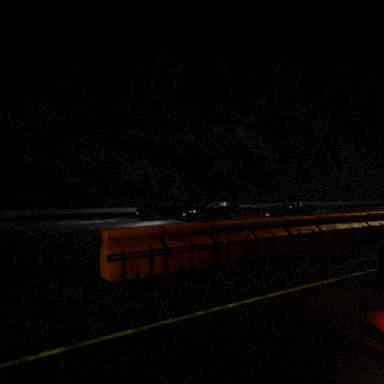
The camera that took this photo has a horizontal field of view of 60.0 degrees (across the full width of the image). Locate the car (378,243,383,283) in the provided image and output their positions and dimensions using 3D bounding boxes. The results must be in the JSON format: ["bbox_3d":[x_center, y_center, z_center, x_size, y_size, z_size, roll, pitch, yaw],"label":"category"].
[{"bbox_3d":[6.581,1.314,7.987,4.553,1.767,2.097,0,0,-32],"label":"car"}]

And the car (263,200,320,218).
[{"bbox_3d":[7.547,1.393,25.223,4.902,1.511,2.128,0,0,-30],"label":"car"}]

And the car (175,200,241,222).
[{"bbox_3d":[1.535,1.402,25.689,4.902,1.511,2.128,0,0,-31],"label":"car"}]

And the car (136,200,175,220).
[{"bbox_3d":[-2.207,1.401,27.514,4.902,1.511,2.128,0,0,-31],"label":"car"}]
